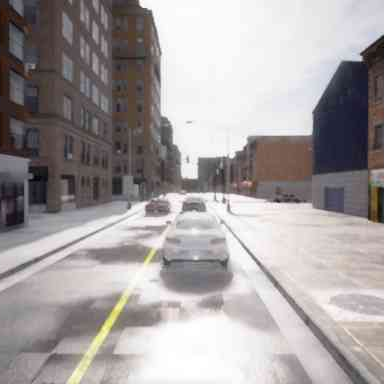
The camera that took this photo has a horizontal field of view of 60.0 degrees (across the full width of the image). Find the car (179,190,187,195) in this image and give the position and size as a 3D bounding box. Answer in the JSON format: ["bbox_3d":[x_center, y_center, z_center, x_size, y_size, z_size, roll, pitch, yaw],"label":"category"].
[{"bbox_3d":[-2.463,0.156,91.681,1.882,1.535,5.008,0,1,0],"label":"car"}]

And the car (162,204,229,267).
[{"bbox_3d":[0.115,1.349,10.638,1.812,1.442,4.674,0,1,1],"label":"car"}]

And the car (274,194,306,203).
[{"bbox_3d":[13.362,0.951,45.574,4.313,1.339,1.947,0,0,0],"label":"car"}]

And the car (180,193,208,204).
[{"bbox_3d":[0.161,1.074,26.067,1.837,1.490,4.892,0,1,0],"label":"car"}]

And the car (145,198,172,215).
[{"bbox_3d":[-2.746,1.144,27.628,1.895,1.301,4.718,0,1,0],"label":"car"}]
